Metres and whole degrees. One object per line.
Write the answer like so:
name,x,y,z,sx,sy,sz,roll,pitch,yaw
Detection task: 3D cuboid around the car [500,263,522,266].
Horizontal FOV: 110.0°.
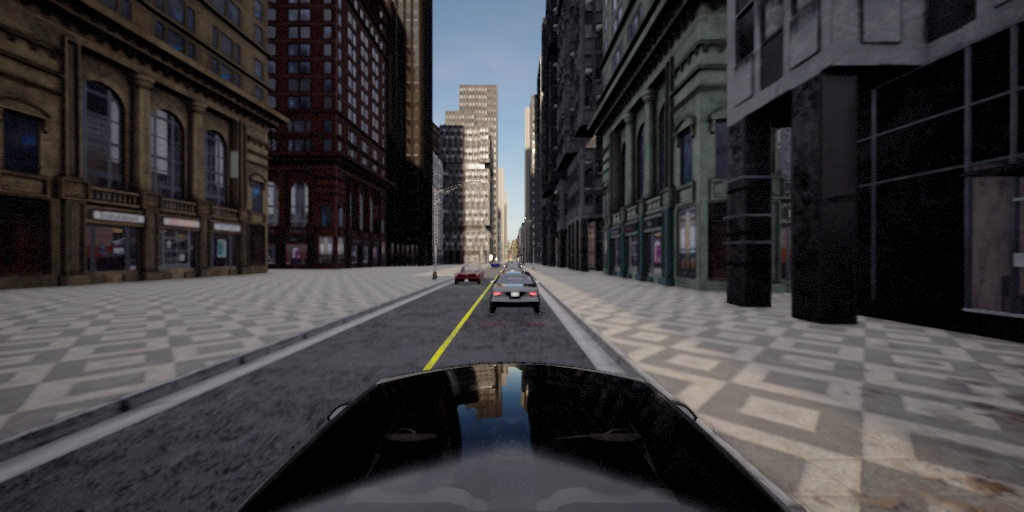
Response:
car,0.096,1.384,35.722,1.994,1.385,4.181,0,0,0

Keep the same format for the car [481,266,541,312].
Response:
car,0.098,1.305,14.245,2.033,1.411,5.357,0,0,0

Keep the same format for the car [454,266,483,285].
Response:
car,-3.103,1.390,26.757,1.895,1.301,4.718,0,0,0
